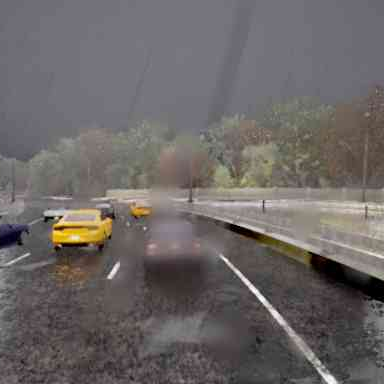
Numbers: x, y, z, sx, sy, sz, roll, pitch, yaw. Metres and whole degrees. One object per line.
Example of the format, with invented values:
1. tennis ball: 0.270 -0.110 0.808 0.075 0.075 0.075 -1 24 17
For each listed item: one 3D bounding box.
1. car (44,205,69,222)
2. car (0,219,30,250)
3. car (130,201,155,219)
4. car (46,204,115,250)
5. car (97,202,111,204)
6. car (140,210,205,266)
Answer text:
1. car: -10.926 1.715 27.563 1.895 1.301 4.718 0 0 -15
2. car: -7.900 1.661 12.646 1.895 1.301 4.718 0 0 -7
3. car: -4.618 1.586 30.925 1.882 1.535 5.008 0 0 -16
4. car: -4.669 1.536 14.731 1.882 1.535 5.008 0 0 -8
5. car: -7.878 1.638 29.617 1.812 1.442 4.674 0 0 -16
6. car: -0.737 1.586 11.724 2.033 1.411 5.357 0 0 -7
